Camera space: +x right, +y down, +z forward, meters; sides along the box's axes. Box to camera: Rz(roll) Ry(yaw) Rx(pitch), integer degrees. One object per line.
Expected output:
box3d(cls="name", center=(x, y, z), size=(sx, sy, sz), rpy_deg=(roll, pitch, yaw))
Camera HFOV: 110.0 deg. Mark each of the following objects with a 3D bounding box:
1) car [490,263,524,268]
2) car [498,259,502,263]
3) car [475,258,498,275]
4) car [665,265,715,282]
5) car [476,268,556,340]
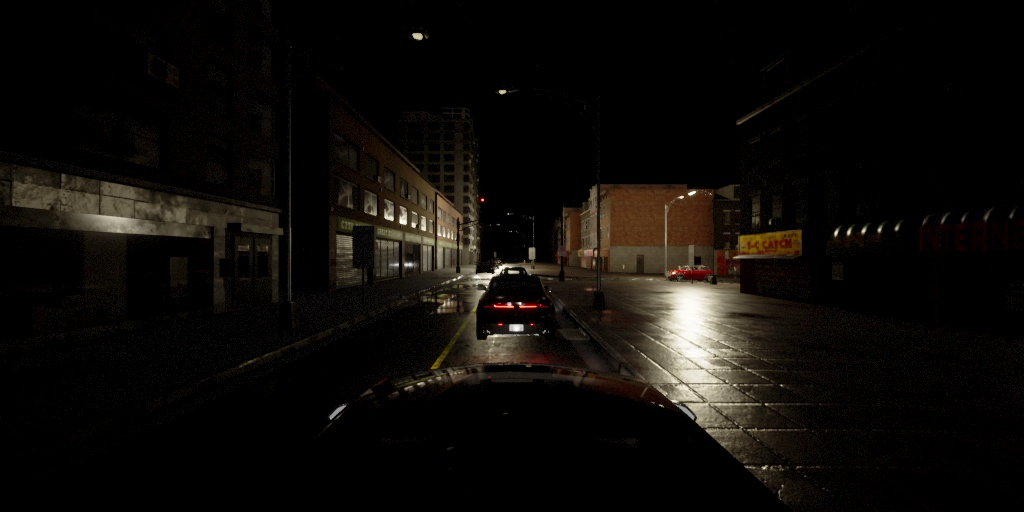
box3d(cls="car", center=(0.093, 1.298, 19.546), size=(2.033, 1.411, 5.357), rpy_deg=(0, 0, 0))
box3d(cls="car", center=(-2.888, 1.254, 53.931), size=(1.837, 1.490, 4.892), rpy_deg=(0, -1, 0))
box3d(cls="car", center=(-2.879, 1.229, 38.900), size=(1.882, 1.535, 5.008), rpy_deg=(0, 0, 0))
box3d(cls="car", center=(16.332, 1.574, 33.134), size=(4.097, 1.591, 1.967), rpy_deg=(0, 0, 0))
box3d(cls="car", center=(0.085, 1.255, 9.935), size=(1.837, 1.490, 4.892), rpy_deg=(0, 0, 0))
